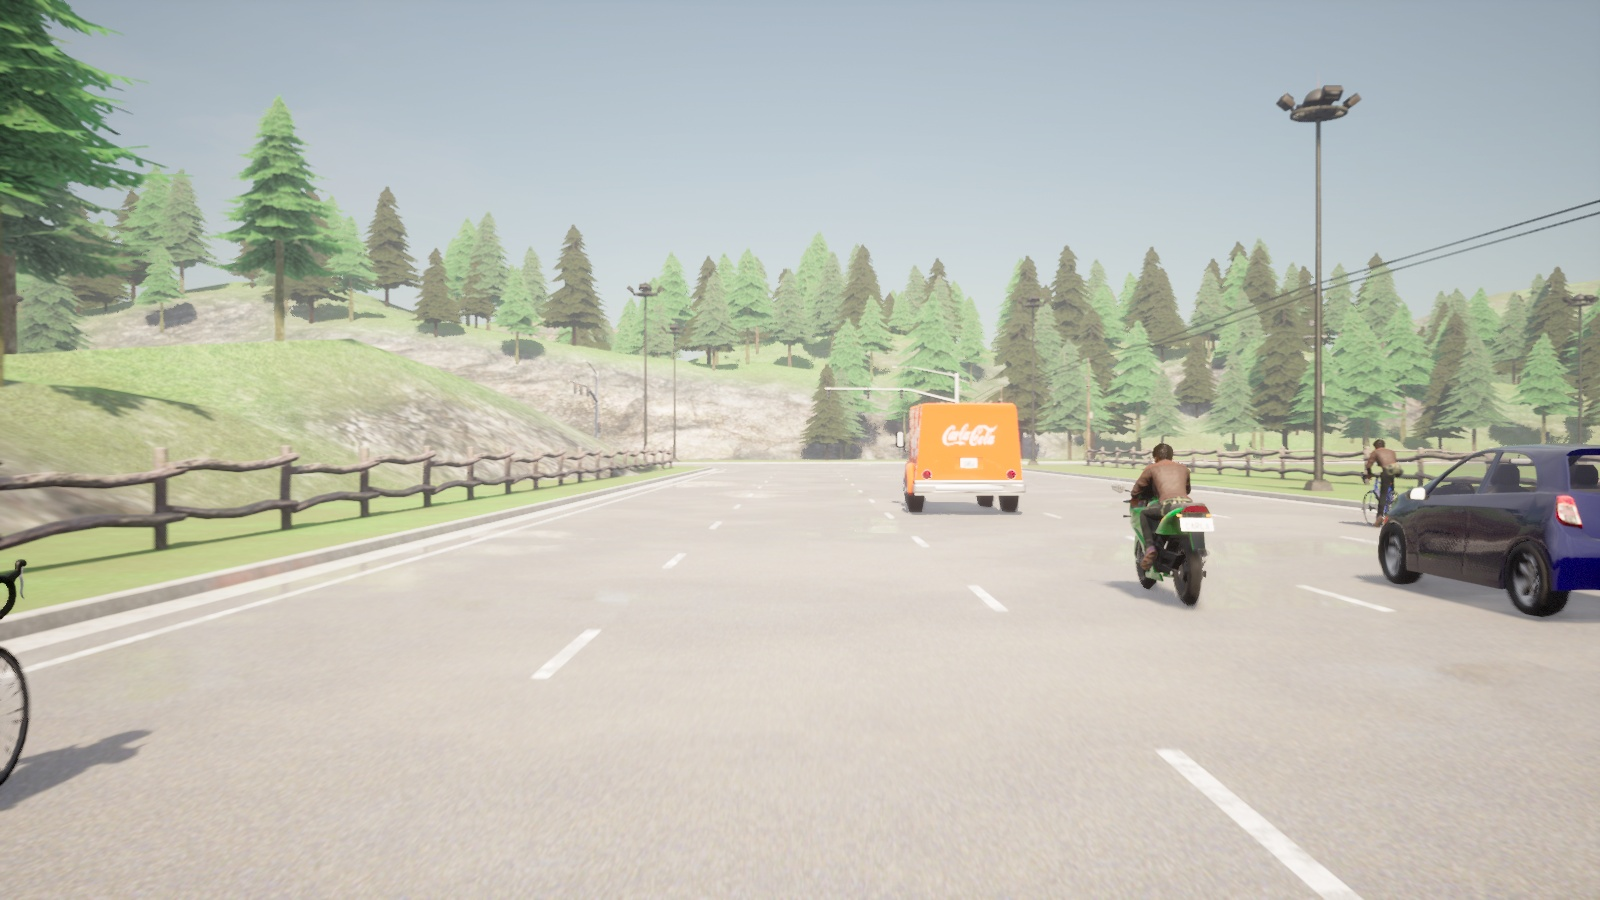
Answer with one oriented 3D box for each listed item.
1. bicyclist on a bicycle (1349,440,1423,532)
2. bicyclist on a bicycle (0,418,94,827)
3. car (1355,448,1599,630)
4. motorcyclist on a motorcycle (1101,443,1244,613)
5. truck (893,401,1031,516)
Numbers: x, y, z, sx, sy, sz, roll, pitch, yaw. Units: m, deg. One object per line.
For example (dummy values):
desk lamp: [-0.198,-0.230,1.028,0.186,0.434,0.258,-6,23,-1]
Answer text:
bicyclist on a bicycle: [10.647,0.640,22.863,0.582,1.620,1.656,0,0,0]
bicyclist on a bicycle: [-3.457,0.683,4.789,0.582,1.620,1.656,0,0,0]
car: [7.085,0.730,12.158,1.845,1.501,3.633,0,0,0]
motorcyclist on a motorcycle: [3.586,0.695,12.291,0.797,1.523,2.044,0,0,0]
truck: [3.685,0.174,29.673,2.627,2.467,5.204,0,0,0]
